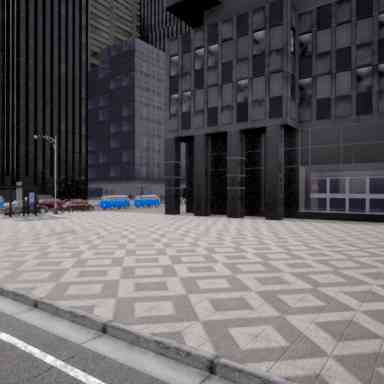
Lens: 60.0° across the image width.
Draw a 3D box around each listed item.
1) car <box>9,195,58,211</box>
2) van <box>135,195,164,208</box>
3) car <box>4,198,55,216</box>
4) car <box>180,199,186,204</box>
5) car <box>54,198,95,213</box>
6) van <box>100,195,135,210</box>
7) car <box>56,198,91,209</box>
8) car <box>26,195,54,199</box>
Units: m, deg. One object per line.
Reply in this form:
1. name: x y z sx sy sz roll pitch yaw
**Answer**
1. car: -19.658 1.284 41.488 2.192 1.841 5.009 0 0 35
2. van: -6.129 1.329 45.799 1.690 1.788 3.998 0 0 35
3. car: -16.004 1.548 31.922 2.008 1.369 4.403 0 0 35
4. car: 0.454 1.569 55.052 1.802 1.307 4.206 0 0 35
5. car: -12.712 1.576 36.548 1.802 1.307 4.206 0 0 35
6. van: -9.420 1.331 41.174 1.690 1.788 3.998 0 0 35
7. car: -16.367 1.548 46.115 1.802 1.307 4.206 0 0 35
8. car: -17.543 1.455 39.869 1.882 1.535 5.008 0 0 35
